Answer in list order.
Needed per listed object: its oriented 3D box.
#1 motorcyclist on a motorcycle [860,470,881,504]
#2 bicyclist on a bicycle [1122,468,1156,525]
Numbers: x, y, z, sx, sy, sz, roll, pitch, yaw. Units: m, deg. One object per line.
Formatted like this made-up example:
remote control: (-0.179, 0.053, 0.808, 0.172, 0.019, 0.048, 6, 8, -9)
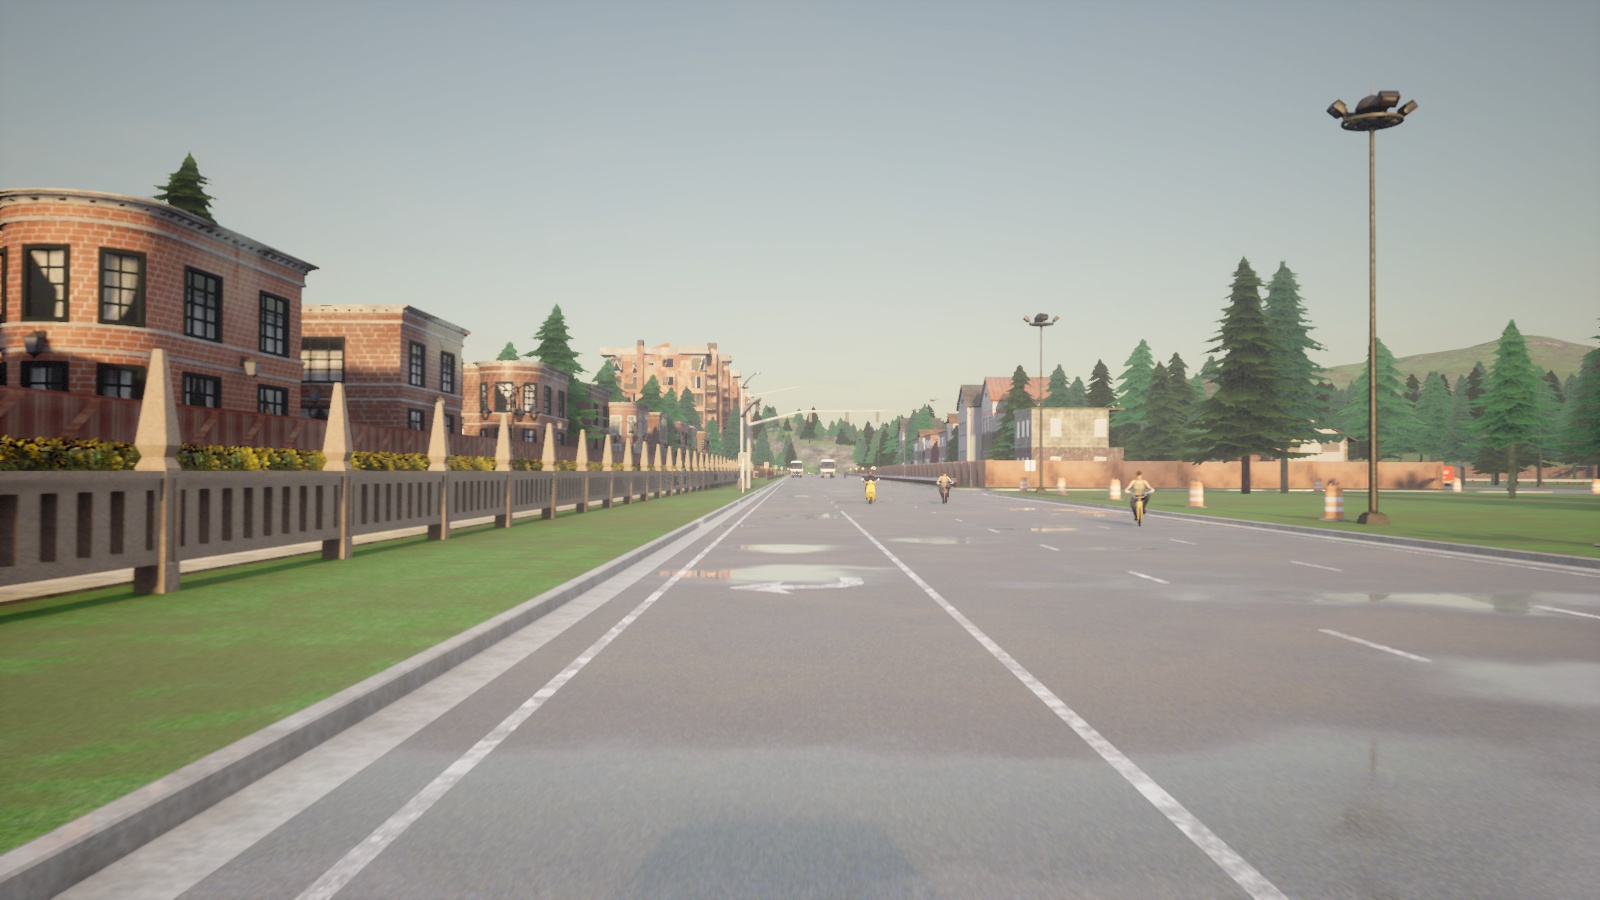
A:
motorcyclist on a motorcycle: (3.356, 1.756, 59.756, 0.866, 1.590, 1.817, 0, -1, 0)
bicyclist on a bicycle: (9.720, 1.316, 36.012, 0.866, 1.612, 1.509, -1, -1, 13)
